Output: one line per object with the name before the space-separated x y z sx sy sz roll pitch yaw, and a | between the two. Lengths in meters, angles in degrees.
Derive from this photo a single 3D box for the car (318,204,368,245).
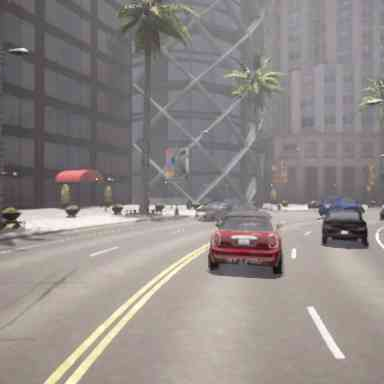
car | 7.518 1.594 16.454 1.882 1.535 5.008 0 0 24

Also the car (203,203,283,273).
car | 1.980 1.418 11.300 2.097 1.767 4.553 0 0 15

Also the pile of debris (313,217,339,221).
pile of debris | 11.819 2.375 29.354 1.500 0.140 1.860 0 0 45

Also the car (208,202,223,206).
car | 3.301 1.638 23.661 1.837 1.490 4.892 -1 -1 32

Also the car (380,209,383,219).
car | 18.950 1.801 30.295 4.181 1.385 1.994 0 0 -35

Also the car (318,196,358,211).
car | 13.916 1.435 30.986 5.566 2.045 2.150 1 -1 -41

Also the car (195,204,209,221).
car | 2.128 1.642 28.192 2.128 1.511 4.902 0 0 36
